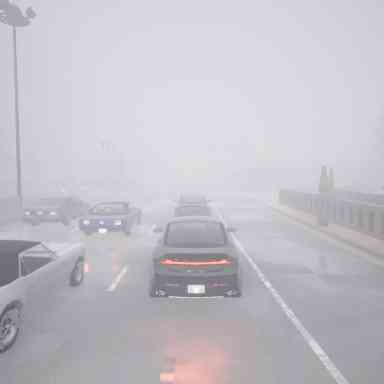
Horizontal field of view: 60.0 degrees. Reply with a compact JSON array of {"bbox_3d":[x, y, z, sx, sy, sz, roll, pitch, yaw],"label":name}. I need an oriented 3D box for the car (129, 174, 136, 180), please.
[{"bbox_3d":[-14.339,-2.653,74.798,1.882,1.535,5.008,0,3,0],"label":"car"}]

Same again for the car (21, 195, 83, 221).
[{"bbox_3d":[-6.969,0.867,17.693,2.033,1.411,5.357,0,3,0],"label":"car"}]

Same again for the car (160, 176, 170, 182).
[{"bbox_3d":[-7.403,-3.434,88.396,1.812,1.442,4.674,0,3,0],"label":"car"}]

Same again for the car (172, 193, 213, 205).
[{"bbox_3d":[0.035,0.837,17.531,1.837,1.490,4.892,0,3,-1],"label":"car"}]

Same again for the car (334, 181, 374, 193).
[{"bbox_3d":[18.463,-0.476,38.792,5.008,1.535,1.882,0,3,2],"label":"car"}]

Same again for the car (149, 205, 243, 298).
[{"bbox_3d":[0.070,1.337,8.152,1.837,1.490,4.892,0,2,0],"label":"car"}]

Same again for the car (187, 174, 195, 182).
[{"bbox_3d":[-0.409,-3.509,89.694,2.128,1.511,4.902,0,3,0],"label":"car"}]

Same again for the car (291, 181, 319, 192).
[{"bbox_3d":[15.020,-0.646,42.402,4.674,1.442,1.812,0,3,2],"label":"car"}]

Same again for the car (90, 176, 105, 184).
[{"bbox_3d":[-21.343,-2.828,75.655,2.097,1.767,4.553,0,3,0],"label":"car"}]

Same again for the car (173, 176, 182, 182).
[{"bbox_3d":[-3.903,-3.436,88.412,1.812,1.442,4.674,0,3,0],"label":"car"}]

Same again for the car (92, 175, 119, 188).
[{"bbox_3d":[-14.325,-1.727,55.261,2.150,2.045,5.566,0,3,0],"label":"car"}]

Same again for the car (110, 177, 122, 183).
[{"bbox_3d":[-17.857,-2.805,78.547,1.994,1.385,4.181,0,3,0],"label":"car"}]

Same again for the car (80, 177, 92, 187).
[{"bbox_3d":[-17.821,-1.638,59.182,2.033,1.411,5.357,0,3,0],"label":"car"}]

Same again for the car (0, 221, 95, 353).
[{"bbox_3d":[-3.421,1.506,5.934,1.895,1.301,4.718,0,2,0],"label":"car"}]

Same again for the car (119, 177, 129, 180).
[{"bbox_3d":[-14.322,-2.165,64.652,2.097,1.767,4.553,0,3,0],"label":"car"}]

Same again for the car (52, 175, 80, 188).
[{"bbox_3d":[-21.323,-1.754,55.703,2.150,2.045,5.566,0,3,0],"label":"car"}]

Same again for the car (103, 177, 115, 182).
[{"bbox_3d":[-21.390,-3.206,85.686,1.895,1.301,4.718,0,3,0],"label":"car"}]

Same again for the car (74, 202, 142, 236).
[{"bbox_3d":[-3.457,1.078,15.061,1.895,1.301,4.718,0,3,0],"label":"car"}]

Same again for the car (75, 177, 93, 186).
[{"bbox_3d":[-21.299,-2.102,65.691,1.882,1.535,5.008,0,3,0],"label":"car"}]
